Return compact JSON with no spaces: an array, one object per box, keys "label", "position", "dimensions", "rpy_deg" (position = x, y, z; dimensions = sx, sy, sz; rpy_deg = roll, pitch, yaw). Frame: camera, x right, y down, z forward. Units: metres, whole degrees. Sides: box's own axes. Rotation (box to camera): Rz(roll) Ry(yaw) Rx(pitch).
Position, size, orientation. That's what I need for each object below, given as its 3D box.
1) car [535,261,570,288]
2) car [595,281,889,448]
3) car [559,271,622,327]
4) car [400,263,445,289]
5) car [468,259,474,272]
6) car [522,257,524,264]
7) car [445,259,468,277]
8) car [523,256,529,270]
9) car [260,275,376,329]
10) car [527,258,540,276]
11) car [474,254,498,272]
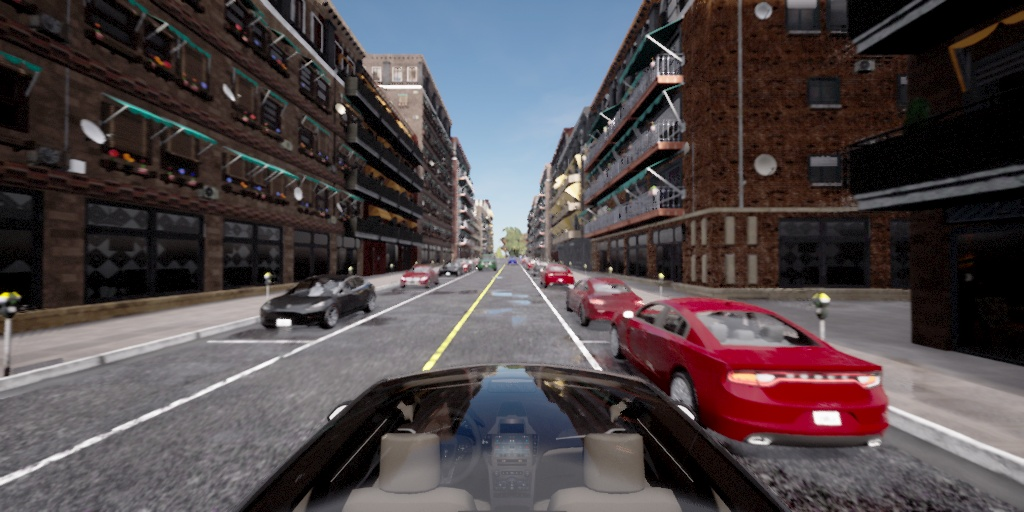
[{"label":"car","position":[2.724,1.209,22.372],"dimensions":[1.888,1.381,4.507],"rpy_deg":[0,0,0]},{"label":"car","position":[2.768,1.281,5.389],"dimensions":[1.888,1.381,4.507],"rpy_deg":[0,0,0]},{"label":"car","position":[2.707,1.294,11.050],"dimensions":[1.802,1.307,4.207],"rpy_deg":[0,0,0]},{"label":"car","position":[-5.657,1.241,22.427],"dimensions":[1.802,1.307,4.207],"rpy_deg":[0,0,0]},{"label":"car","position":[-5.627,1.027,39.412],"dimensions":[1.967,1.591,4.097],"rpy_deg":[0,0,0]},{"label":"car","position":[2.774,1.097,50.679],"dimensions":[2.007,1.370,4.403],"rpy_deg":[0,0,0]},{"label":"car","position":[-5.637,1.177,33.750],"dimensions":[1.948,1.339,4.313],"rpy_deg":[0,0,0]},{"label":"car","position":[2.764,1.009,45.018],"dimensions":[1.967,1.591,4.097],"rpy_deg":[0,0,0]},{"label":"car","position":[-5.679,1.272,11.108],"dimensions":[1.948,1.339,4.313],"rpy_deg":[0,0,0]},{"label":"car","position":[2.744,1.167,33.695],"dimensions":[2.007,1.370,4.403],"rpy_deg":[0,0,0]},{"label":"car","position":[-2.933,0.791,43.970],"dimensions":[2.150,2.045,5.566],"rpy_deg":[0,0,0]}]
